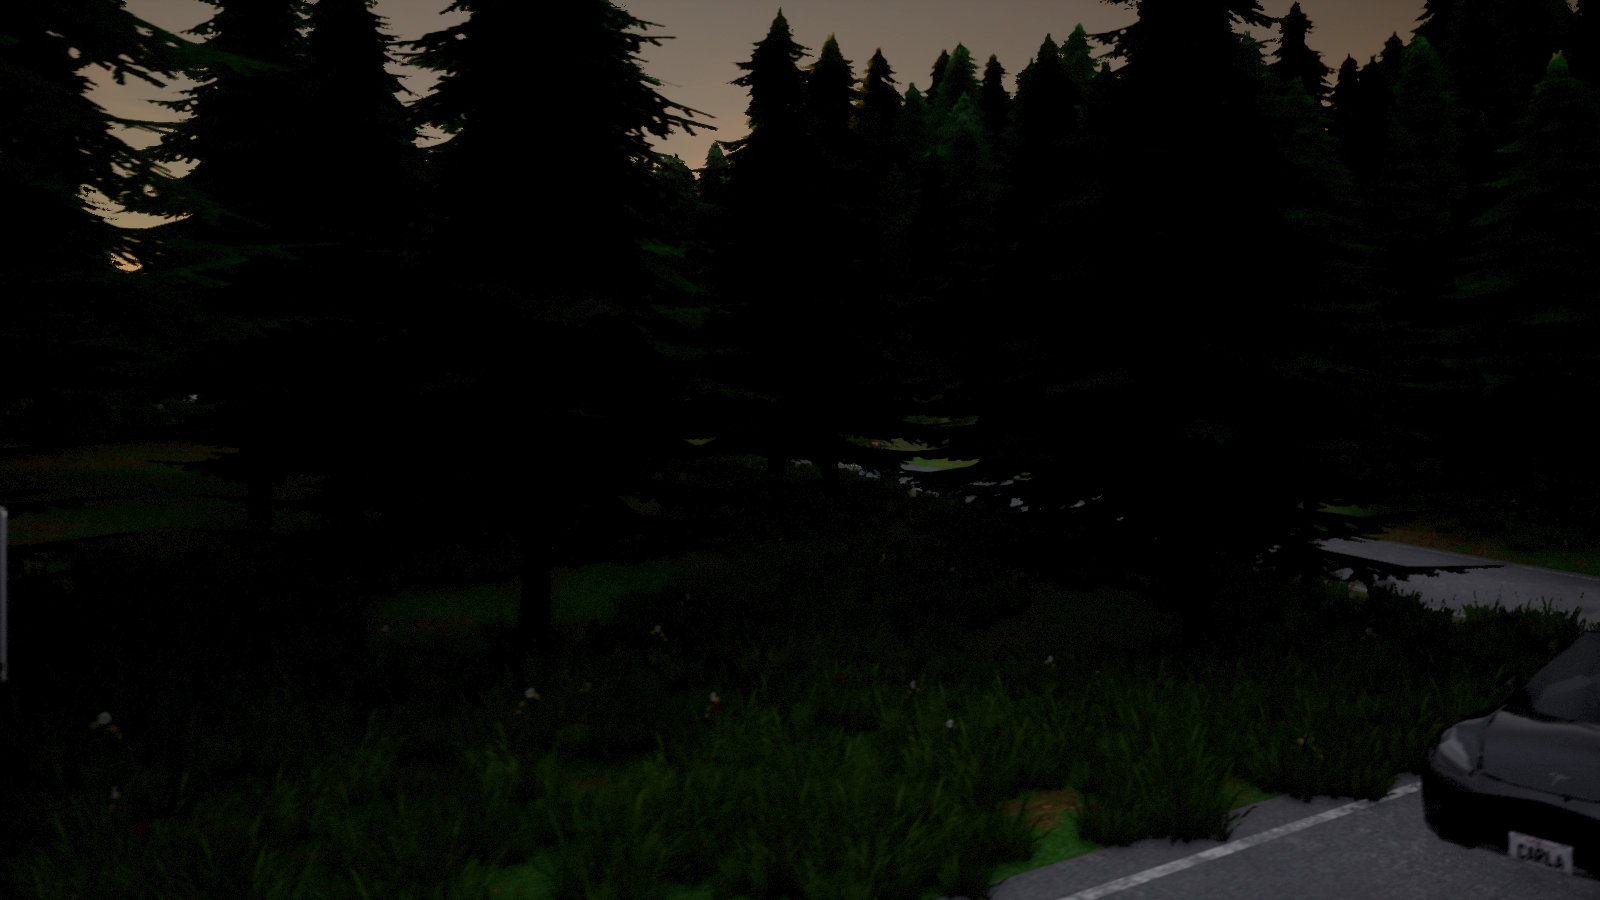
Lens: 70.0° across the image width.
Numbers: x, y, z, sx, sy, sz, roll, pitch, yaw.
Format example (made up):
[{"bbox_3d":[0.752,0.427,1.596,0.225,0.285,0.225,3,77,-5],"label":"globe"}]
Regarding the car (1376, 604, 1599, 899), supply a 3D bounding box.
[{"bbox_3d":[6.584,2.061,8.309,4.792,1.488,2.163,0,0,-33],"label":"car"}]
